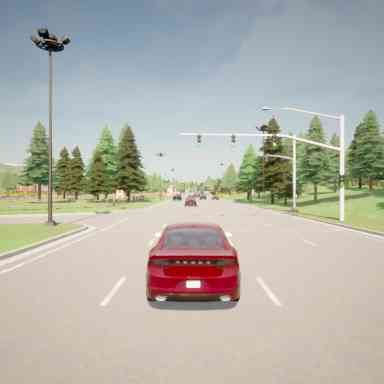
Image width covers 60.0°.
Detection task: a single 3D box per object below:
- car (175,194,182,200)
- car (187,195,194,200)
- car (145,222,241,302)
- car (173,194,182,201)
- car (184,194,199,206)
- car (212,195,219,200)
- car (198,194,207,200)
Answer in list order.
[{"bbox_3d":[-3.845,1.310,93.964,1.882,1.535,5.008,0,0,0],"label":"car"},{"bbox_3d":[-0.345,1.427,94.007,1.895,1.301,4.718,0,0,0],"label":"car"},{"bbox_3d":[0.033,1.478,8.342,1.882,1.535,5.008,0,0,0],"label":"car"},{"bbox_3d":[-3.807,1.469,83.544,1.882,1.535,5.008,0,0,0],"label":"car"},{"bbox_3d":[-0.193,1.525,52.944,1.812,1.442,4.674,0,0,0],"label":"car"},{"bbox_3d":[6.653,1.525,94.416,2.128,1.511,4.902,0,0,0],"label":"car"},{"bbox_3d":[3.153,1.524,94.403,1.812,1.442,4.674,0,0,0],"label":"car"}]
